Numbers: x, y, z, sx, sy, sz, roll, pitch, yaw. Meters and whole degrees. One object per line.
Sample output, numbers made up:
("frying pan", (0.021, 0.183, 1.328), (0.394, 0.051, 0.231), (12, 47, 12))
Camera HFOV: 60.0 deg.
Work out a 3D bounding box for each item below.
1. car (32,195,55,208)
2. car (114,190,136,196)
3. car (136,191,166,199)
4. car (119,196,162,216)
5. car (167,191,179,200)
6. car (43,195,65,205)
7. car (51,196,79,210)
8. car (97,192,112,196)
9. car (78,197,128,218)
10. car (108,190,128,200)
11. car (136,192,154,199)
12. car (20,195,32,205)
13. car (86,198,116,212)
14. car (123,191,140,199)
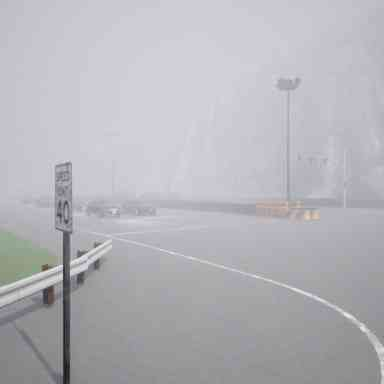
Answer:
("car", (-19.469, 1.318, 44.417), (1.837, 1.490, 4.892), (0, 1, -38))
("car", (-12.933, 0.843, 64.779), (2.150, 2.045, 5.566), (0, 1, -38))
("car", (-8.021, 0.884, 64.178), (2.150, 2.045, 5.566), (0, 1, -38))
("car", (-5.214, 1.430, 31.908), (1.837, 1.490, 4.892), (0, 0, -38))
("car", (-4.931, 0.815, 71.426), (2.150, 2.045, 5.566), (0, 1, -38))
("car", (-22.480, 1.237, 53.994), (2.033, 1.411, 5.357), (0, 1, -38))
("car", (-13.755, 1.491, 37.104), (1.895, 1.301, 4.718), (0, 0, -38))
("car", (-19.600, 0.799, 73.138), (2.097, 1.767, 4.553), (0, 1, -38))
("car", (-8.030, 1.424, 29.826), (2.128, 1.511, 4.902), (0, 0, -38))
("car", (-16.853, 0.661, 75.306), (2.150, 2.045, 5.566), (0, 1, -38))
("car", (-11.332, 0.903, 79.610), (2.128, 1.511, 4.902), (0, 1, -38))
("car", (-25.699, 1.213, 52.435), (1.812, 1.442, 4.674), (0, 1, -37))
("car", (-10.693, 1.449, 38.868), (1.994, 1.385, 4.181), (0, 0, -38))
("car", (-14.068, 0.741, 77.427), (2.097, 1.767, 4.553), (0, 1, -38))
